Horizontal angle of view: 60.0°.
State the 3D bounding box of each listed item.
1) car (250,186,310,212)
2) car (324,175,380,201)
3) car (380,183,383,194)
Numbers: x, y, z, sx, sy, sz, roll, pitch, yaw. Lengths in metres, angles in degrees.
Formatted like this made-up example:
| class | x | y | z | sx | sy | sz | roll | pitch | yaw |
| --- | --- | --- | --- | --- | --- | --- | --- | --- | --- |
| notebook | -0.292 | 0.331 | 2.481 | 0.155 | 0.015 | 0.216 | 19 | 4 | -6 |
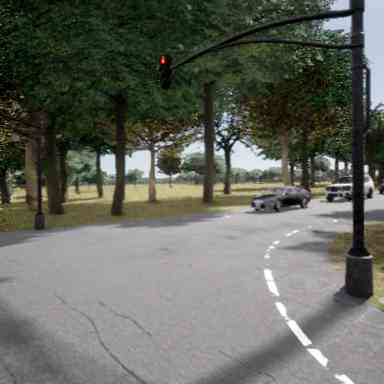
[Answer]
| class | x | y | z | sx | sy | sz | roll | pitch | yaw |
| --- | --- | --- | --- | --- | --- | --- | --- | --- | --- |
| car | 5.814 | 0.389 | 21.693 | 4.902 | 1.511 | 2.128 | -4 | 2 | -41 |
| car | 13.421 | -0.388 | 28.221 | 5.566 | 2.045 | 2.150 | -4 | 2 | -40 |
| car | 21.300 | -0.617 | 34.970 | 4.892 | 1.490 | 1.837 | -4 | 2 | -41 |
